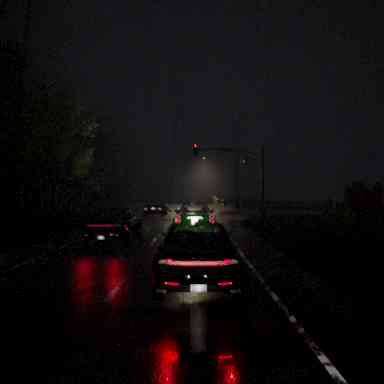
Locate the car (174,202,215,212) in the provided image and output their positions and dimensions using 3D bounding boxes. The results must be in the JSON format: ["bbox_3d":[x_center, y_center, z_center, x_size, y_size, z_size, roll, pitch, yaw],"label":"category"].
[{"bbox_3d":[0.132,1.312,17.420,2.097,1.767,4.553,0,0,0],"label":"car"}]

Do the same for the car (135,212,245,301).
[{"bbox_3d":[0.116,1.472,8.270,2.128,1.511,4.902,0,0,0],"label":"car"}]

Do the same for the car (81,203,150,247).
[{"bbox_3d":[-3.372,1.458,14.750,2.128,1.511,4.902,0,0,0],"label":"car"}]

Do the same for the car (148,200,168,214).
[{"bbox_3d":[-3.340,1.476,30.921,2.033,1.411,5.357,0,0,0],"label":"car"}]
